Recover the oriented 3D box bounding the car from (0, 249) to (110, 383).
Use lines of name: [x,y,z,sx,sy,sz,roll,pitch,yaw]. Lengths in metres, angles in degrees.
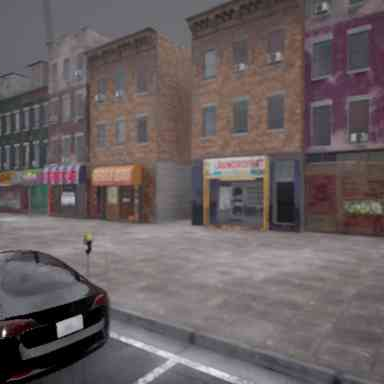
car: [-3.082,1.558,5.006,4.313,1.339,1.947,0,0,36]
